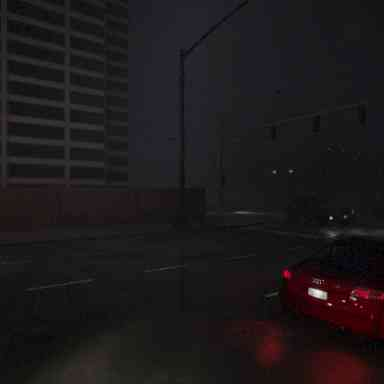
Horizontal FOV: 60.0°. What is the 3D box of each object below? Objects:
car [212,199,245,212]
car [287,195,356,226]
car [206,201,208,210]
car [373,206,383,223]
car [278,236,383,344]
[{"bbox_3d":[4.209,1.564,38.569,1.994,1.385,4.181,0,0,-36],"label":"car"},{"bbox_3d":[8.963,1.222,23.638,2.150,2.045,5.566,1,0,-16],"label":"car"},{"bbox_3d":[-0.433,1.221,39.010,2.150,2.045,5.566,0,0,-36],"label":"car"},{"bbox_3d":[15.319,1.505,23.175,1.837,1.490,4.892,0,0,-36],"label":"car"},{"bbox_3d":[3.614,1.564,6.376,4.181,1.385,1.994,0,0,-35],"label":"car"}]
